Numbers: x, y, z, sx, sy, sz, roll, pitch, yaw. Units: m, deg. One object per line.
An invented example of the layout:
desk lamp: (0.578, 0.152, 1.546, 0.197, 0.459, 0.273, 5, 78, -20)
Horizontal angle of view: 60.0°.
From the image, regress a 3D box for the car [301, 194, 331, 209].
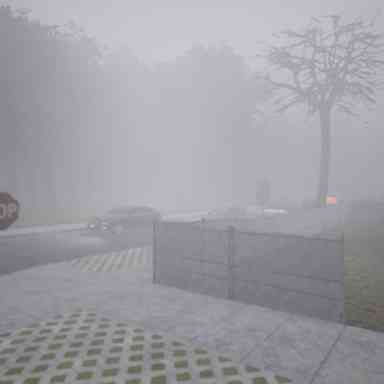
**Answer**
car: (14.541, 1.271, 39.788, 2.128, 1.511, 4.902, 2, 2, 36)

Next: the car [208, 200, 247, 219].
car: (3.203, 1.462, 28.971, 1.812, 1.442, 4.674, 2, 2, 36)

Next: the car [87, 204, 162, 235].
car: (-3.766, 1.517, 19.284, 1.837, 1.490, 4.892, 2, 1, 36)

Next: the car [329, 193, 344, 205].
car: (20.565, 0.966, 48.231, 2.097, 1.767, 4.553, 2, 2, 36)

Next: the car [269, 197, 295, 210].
car: (10.706, 1.310, 39.360, 1.994, 1.385, 4.181, 2, 2, 36)
